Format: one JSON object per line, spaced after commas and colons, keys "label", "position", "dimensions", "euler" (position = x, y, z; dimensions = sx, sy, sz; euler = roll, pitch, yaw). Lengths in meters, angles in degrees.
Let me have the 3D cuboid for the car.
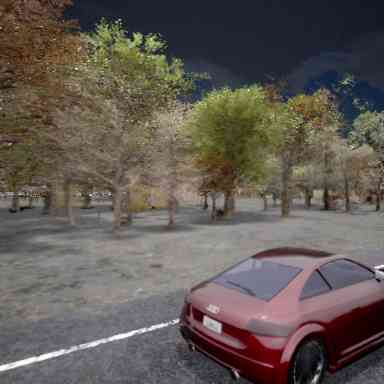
{"label": "car", "position": [1.882, 1.575, 5.205], "dimensions": [4.181, 1.385, 1.994], "euler": [0, 0, -35]}
